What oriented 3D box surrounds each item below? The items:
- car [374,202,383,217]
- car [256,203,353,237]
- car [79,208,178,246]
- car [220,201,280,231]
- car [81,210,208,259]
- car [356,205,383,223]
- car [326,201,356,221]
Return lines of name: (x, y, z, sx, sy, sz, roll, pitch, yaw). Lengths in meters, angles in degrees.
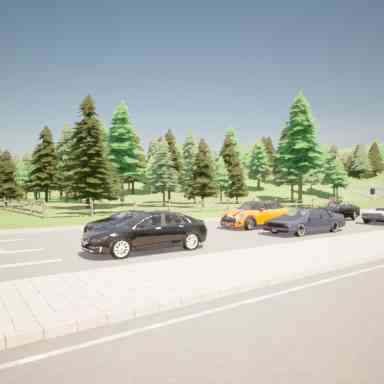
car: (19.508, 1.601, 31.801, 4.718, 1.301, 1.895, 0, 0, -35)
car: (6.288, 1.547, 18.254, 5.357, 1.411, 2.033, 0, 0, -35)
car: (-2.996, 1.564, 15.946, 4.181, 1.385, 1.994, 0, 0, -34)
car: (3.939, 1.352, 20.873, 4.553, 1.767, 2.097, 0, 0, -35)
car: (-1.655, 1.505, 12.620, 4.892, 1.490, 1.837, 0, 0, -35)
car: (14.117, 1.601, 23.783, 4.718, 1.301, 1.895, 0, 0, -35)
car: (11.192, 1.491, 25.993, 4.902, 1.511, 2.128, 0, 0, -35)
